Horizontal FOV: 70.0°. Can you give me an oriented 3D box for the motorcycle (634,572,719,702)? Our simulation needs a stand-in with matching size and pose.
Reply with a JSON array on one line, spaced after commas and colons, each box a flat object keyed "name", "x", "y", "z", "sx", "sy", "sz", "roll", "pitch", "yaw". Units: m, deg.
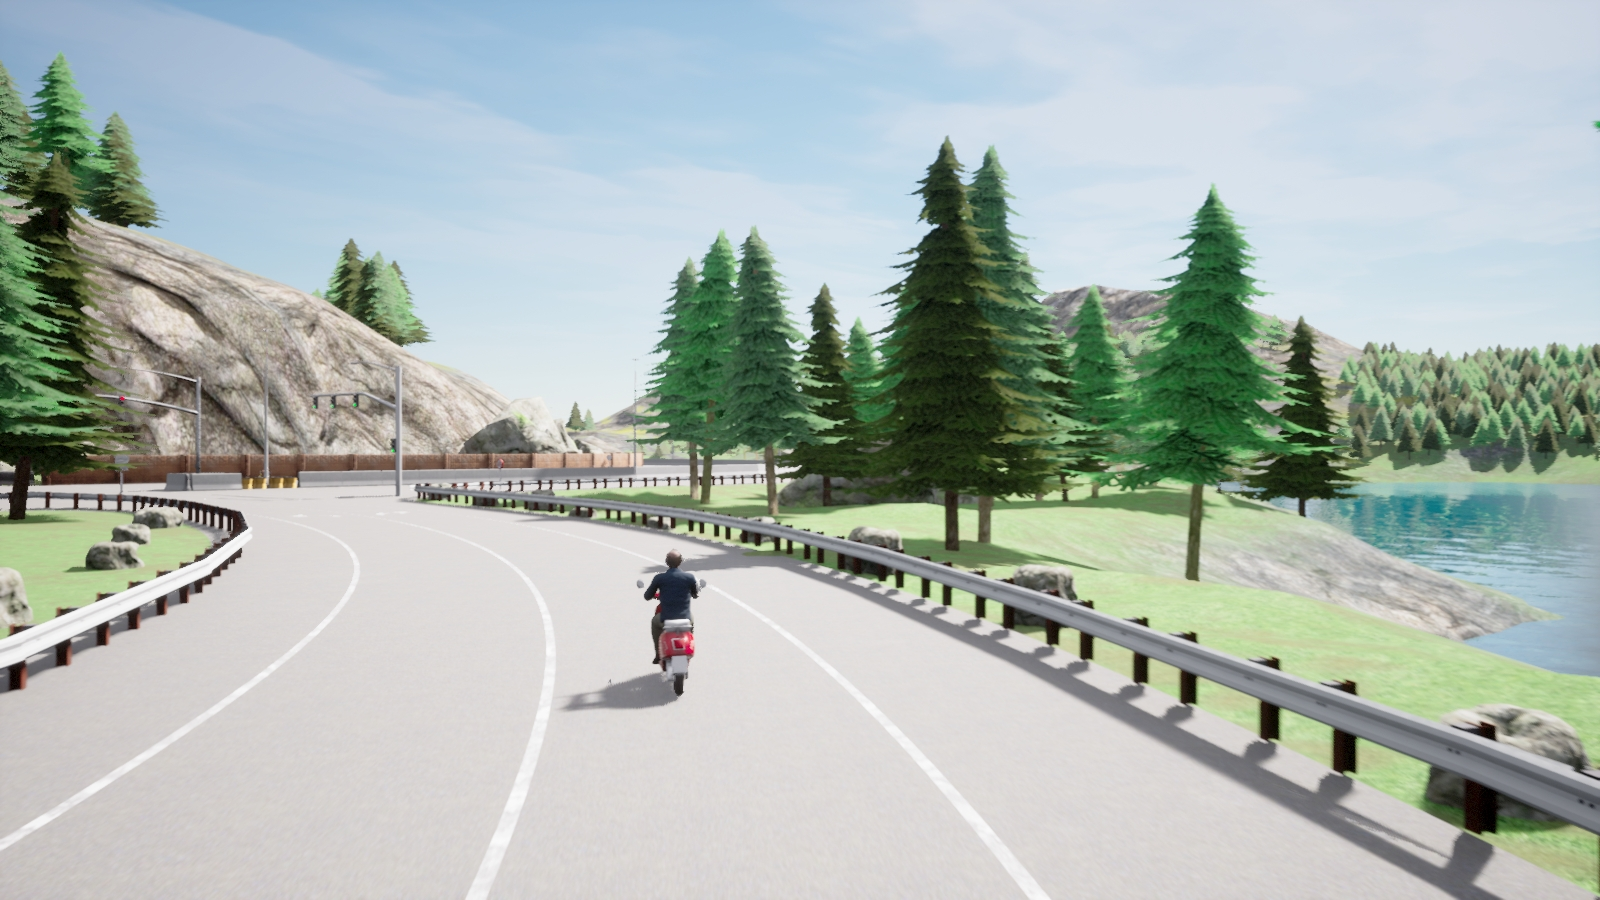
[{"name": "motorcycle", "x": -1.513, "y": 2.183, "z": 13.674, "sx": 0.856, "sy": 1.236, "sz": 1.805, "roll": -1, "pitch": 0, "yaw": -11}]
